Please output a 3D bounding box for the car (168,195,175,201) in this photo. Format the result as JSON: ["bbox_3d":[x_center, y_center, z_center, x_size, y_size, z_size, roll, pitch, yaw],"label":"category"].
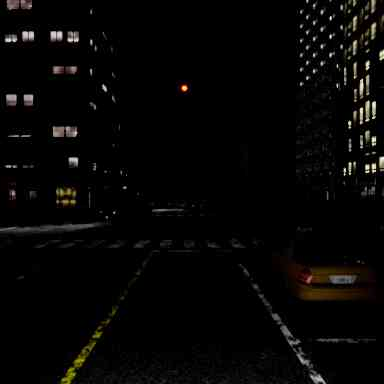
[{"bbox_3d":[-5.567,1.624,90.072,1.752,1.417,4.829,0,0,0],"label":"car"}]

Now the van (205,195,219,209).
[{"bbox_3d":[2.750,1.363,46.016,1.690,1.788,3.998,0,0,0],"label":"van"}]

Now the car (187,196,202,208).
[{"bbox_3d":[0.171,1.626,48.891,1.895,1.301,4.718,0,0,0],"label":"car"}]

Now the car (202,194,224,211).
[{"bbox_3d":[2.742,1.332,40.490,2.192,1.841,5.009,0,0,0],"label":"car"}]

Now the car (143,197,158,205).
[{"bbox_3d":[-5.636,1.567,40.502,2.008,1.369,4.403,0,0,0],"label":"car"}]

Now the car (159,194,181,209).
[{"bbox_3d":[-3.029,1.247,47.019,2.150,2.045,5.566,0,0,0],"label":"car"}]

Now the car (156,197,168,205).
[{"bbox_3d":[-5.606,1.591,62.607,1.887,1.381,4.507,0,0,0],"label":"car"}]

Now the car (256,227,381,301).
[{"bbox_3d":[2.698,1.526,8.247,1.752,1.417,4.829,0,0,0],"label":"car"}]

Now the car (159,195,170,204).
[{"bbox_3d":[-5.599,1.496,68.135,1.967,1.590,4.097,0,0,0],"label":"car"}]

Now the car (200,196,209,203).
[{"bbox_3d":[2.790,1.611,73.650,1.887,1.381,4.507,0,0,0],"label":"car"}]

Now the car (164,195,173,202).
[{"bbox_3d":[-5.583,1.516,79.188,1.967,1.590,4.097,0,0,0],"label":"car"}]

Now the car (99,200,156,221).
[{"bbox_3d":[-5.471,1.647,27.945,1.895,1.301,4.718,0,1,32],"label":"car"}]
